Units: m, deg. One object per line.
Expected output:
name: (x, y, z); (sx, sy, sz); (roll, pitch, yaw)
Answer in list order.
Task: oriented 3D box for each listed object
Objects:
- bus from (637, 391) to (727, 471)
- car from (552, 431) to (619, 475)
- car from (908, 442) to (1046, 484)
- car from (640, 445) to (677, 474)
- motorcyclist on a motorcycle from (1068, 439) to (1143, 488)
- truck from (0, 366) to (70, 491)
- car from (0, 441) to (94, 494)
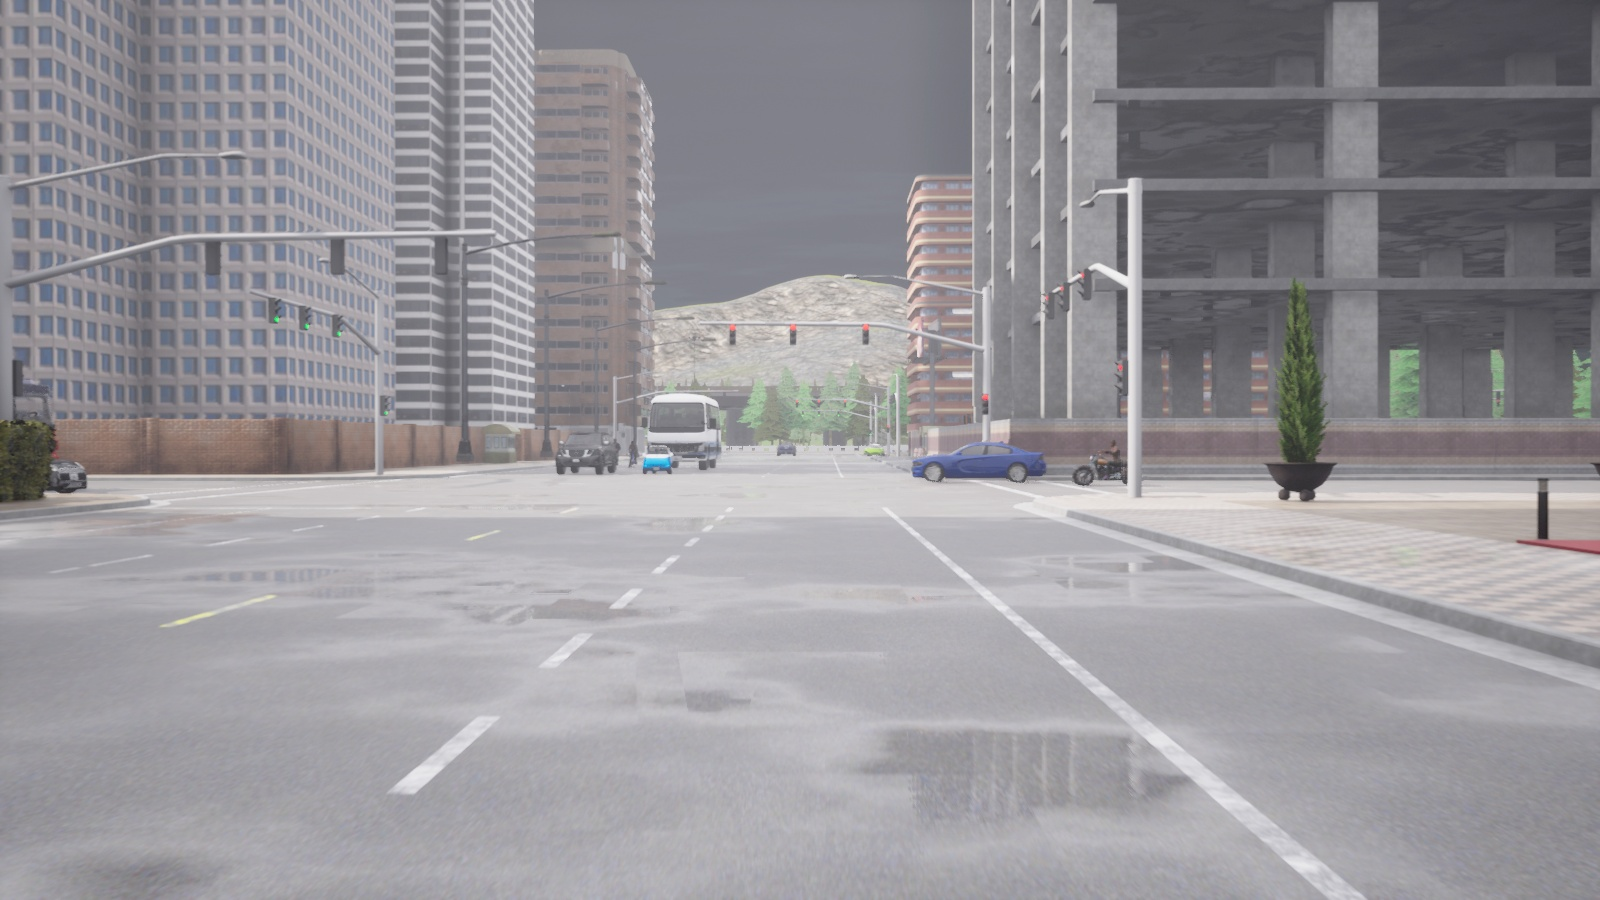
bus: (-6.567, -1.040, 71.899); (3.944, 4.253, 10.273); (0, 0, 1)
car: (-10.301, 0.115, 60.759); (2.150, 2.045, 5.566); (0, 0, 1)
car: (6.605, 0.466, 46.819); (5.008, 1.535, 1.882); (0, 1, 10)
car: (-6.805, 0.454, 60.588); (1.481, 1.376, 2.207); (0, 0, 1)
motorcyclist on a motorcycle: (10.397, 0.464, 42.778); (2.350, 1.649, 0.766); (0, 0, 1)
truck: (-28.157, -0.665, 39.744); (8.468, 3.827, 2.891); (0, 0, 1)
car: (-22.810, 0.490, 36.185); (3.806, 1.475, 1.970); (0, 0, 1)
